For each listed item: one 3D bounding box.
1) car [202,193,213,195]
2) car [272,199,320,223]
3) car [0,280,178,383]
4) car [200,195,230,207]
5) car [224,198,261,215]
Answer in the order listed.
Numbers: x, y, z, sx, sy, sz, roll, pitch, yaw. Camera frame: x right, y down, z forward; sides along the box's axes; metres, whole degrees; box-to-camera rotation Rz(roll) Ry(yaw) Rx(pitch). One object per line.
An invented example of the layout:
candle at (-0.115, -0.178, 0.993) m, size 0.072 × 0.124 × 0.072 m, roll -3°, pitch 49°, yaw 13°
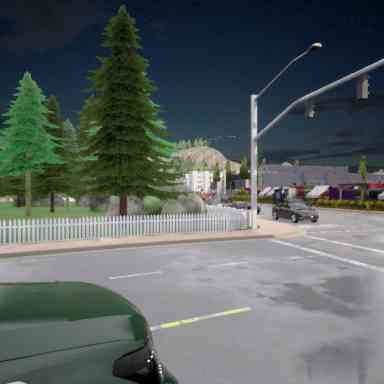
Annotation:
car at (2.965, 1.288, 69.609) m, size 2.150 × 2.045 × 5.566 m, roll 0°, pitch 0°, yaw -17°
car at (8.061, 1.567, 26.342) m, size 1.837 × 1.490 × 4.892 m, roll 0°, pitch 0°, yaw -14°
car at (-2.749, 1.221, 1.676) m, size 5.566 × 2.045 × 2.150 m, roll 0°, pitch 0°, yaw -36°
car at (2.853, 1.554, 44.234) m, size 2.128 × 1.511 × 4.902 m, roll 0°, pitch 0°, yaw -16°
car at (5.470, 1.663, 35.248) m, size 1.895 × 1.301 × 4.718 m, roll 0°, pitch 0°, yaw -16°
